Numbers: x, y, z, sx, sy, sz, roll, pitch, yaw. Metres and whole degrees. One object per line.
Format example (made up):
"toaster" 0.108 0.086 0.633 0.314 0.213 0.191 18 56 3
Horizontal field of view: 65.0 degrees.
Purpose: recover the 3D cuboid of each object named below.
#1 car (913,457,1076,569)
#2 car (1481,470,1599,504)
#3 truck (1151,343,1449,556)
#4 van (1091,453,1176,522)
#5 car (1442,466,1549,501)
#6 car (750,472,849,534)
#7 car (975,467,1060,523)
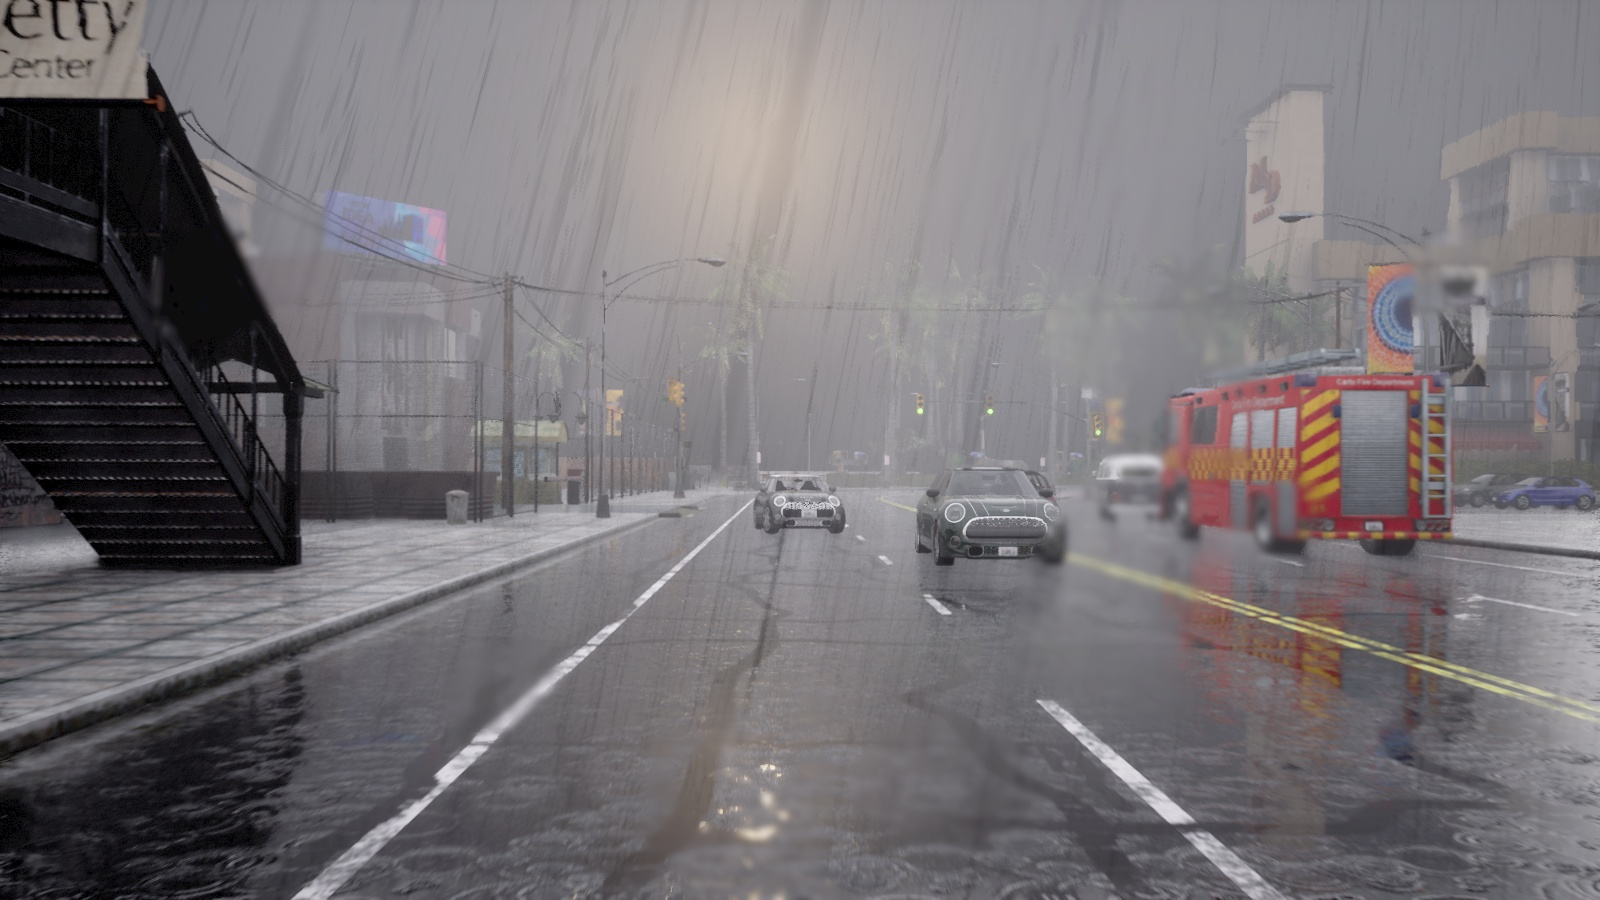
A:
"car" 3.272 1.029 22.060 2.097 1.767 4.553 0 -1 -1
"car" 32.676 1.625 55.448 4.193 1.474 1.816 0 -1 -2
"truck" 10.210 0.060 26.929 2.891 3.827 8.468 0 -1 -1
"van" 10.523 1.164 39.940 2.069 2.038 4.480 -1 -1 8
"car" 32.586 1.569 58.935 3.988 1.617 1.851 0 -1 -1
"car" -0.076 1.324 32.493 1.970 1.475 3.806 0 -1 -9
"car" 6.577 1.328 38.348 1.851 1.617 3.988 0 -1 -1
